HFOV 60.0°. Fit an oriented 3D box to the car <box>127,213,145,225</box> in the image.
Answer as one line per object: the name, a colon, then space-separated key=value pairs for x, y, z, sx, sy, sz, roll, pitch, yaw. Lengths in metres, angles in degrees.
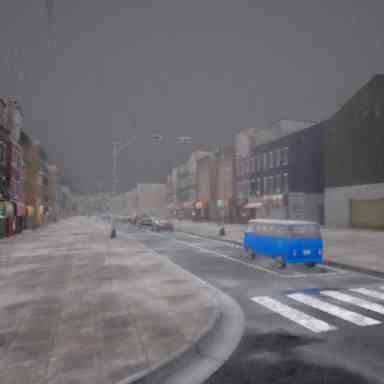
car: x=-7.980 y=4.093 z=50.063 sx=2.192 sy=1.841 sz=5.009 roll=1 pitch=-4 yaw=-18

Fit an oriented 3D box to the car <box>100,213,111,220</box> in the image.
car: x=-22.053 y=6.494 z=85.776 sx=1.994 sy=1.385 sz=4.181 roll=1 pitch=-4 yaw=-17

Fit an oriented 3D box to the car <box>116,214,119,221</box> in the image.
car: x=-14.621 y=5.567 z=71.027 sx=1.752 sy=1.417 sz=4.829 roll=1 pitch=-4 yaw=-18

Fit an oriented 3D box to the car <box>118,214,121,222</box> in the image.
car: x=-12.922 y=5.281 z=65.659 sx=1.947 sy=1.339 sz=4.313 roll=1 pitch=-4 yaw=-18

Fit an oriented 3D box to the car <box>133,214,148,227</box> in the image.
car: x=-6.333 y=4.037 z=44.845 sx=1.947 sy=1.339 sz=4.313 roll=1 pitch=-4 yaw=-18

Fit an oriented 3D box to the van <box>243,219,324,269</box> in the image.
van: x=3.552 y=2.022 z=13.631 sx=1.690 sy=1.788 sz=3.998 roll=1 pitch=-3 yaw=-17

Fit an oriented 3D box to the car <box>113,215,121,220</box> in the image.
car: x=-19.511 y=6.576 z=86.470 sx=1.802 sy=1.307 sz=4.206 roll=1 pitch=-4 yaw=-18

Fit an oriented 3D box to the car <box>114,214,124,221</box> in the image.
car: x=-17.864 y=6.111 z=81.276 sx=1.967 sy=1.590 sz=4.097 roll=1 pitch=-4 yaw=-18

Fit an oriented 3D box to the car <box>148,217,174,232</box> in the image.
car: x=-3.038 y=3.446 z=34.436 sx=1.802 sy=1.307 sz=4.206 roll=1 pitch=-4 yaw=-18

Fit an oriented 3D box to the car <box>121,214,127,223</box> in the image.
car: x=-11.275 y=4.945 z=60.457 sx=1.887 sy=1.381 sz=4.507 roll=1 pitch=-4 yaw=-18
